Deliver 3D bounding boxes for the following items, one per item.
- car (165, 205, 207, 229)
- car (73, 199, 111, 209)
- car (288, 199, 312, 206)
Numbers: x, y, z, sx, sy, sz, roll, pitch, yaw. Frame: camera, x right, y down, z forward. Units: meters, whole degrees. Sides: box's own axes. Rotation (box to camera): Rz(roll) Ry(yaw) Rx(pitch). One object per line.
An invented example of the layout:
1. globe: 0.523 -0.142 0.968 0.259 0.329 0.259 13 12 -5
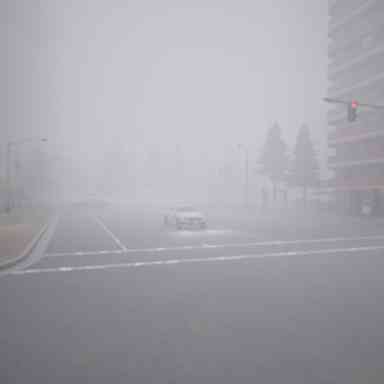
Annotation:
1. car: -0.568 1.620 22.712 1.812 1.442 4.674 0 0 -20
2. car: -14.440 1.665 48.131 5.357 1.411 2.033 0 0 12
3. car: 18.107 1.787 55.223 5.357 1.411 2.033 0 0 -19
